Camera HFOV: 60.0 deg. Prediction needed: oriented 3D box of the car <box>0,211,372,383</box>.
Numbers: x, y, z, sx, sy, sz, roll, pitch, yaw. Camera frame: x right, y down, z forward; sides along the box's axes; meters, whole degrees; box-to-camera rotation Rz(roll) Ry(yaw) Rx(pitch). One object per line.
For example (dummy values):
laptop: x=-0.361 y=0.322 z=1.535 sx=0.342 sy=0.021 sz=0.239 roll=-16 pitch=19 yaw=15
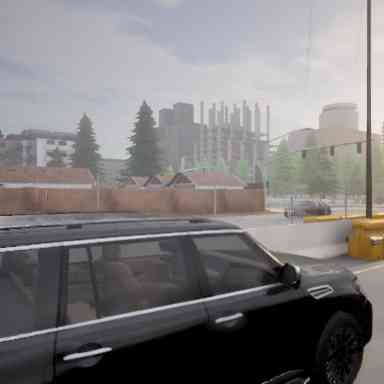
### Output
car: x=-0.392 y=1.223 z=3.464 sx=5.566 sy=2.045 sz=2.150 roll=0 pitch=0 yaw=-36
